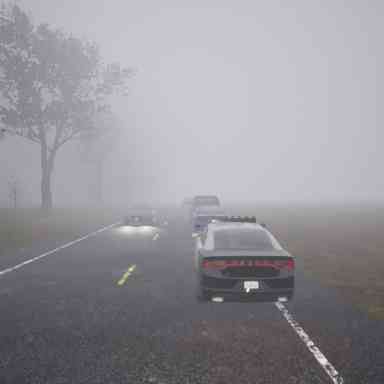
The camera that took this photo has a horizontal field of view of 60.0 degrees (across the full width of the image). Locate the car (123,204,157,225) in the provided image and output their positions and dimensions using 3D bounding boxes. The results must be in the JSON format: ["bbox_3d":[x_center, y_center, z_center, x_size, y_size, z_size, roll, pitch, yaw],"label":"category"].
[{"bbox_3d":[-3.626,1.574,23.686,1.994,1.385,4.181,0,0,-1],"label":"car"}]

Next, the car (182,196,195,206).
[{"bbox_3d":[-0.645,1.540,58.877,2.128,1.511,4.902,0,0,-1],"label":"car"}]

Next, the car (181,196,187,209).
[{"bbox_3d":[-0.373,1.384,45.827,2.097,1.767,4.553,0,0,0],"label":"car"}]

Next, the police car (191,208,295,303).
[{"bbox_3d":[1.033,1.427,8.419,1.930,1.638,5.238,0,0,0],"label":"police car"}]

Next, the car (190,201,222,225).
[{"bbox_3d":[0.978,1.484,18.319,1.882,1.535,5.008,0,0,0],"label":"car"}]

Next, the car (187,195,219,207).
[{"bbox_3d":[0.930,1.234,24.355,2.150,2.045,5.566,0,0,-1],"label":"car"}]
